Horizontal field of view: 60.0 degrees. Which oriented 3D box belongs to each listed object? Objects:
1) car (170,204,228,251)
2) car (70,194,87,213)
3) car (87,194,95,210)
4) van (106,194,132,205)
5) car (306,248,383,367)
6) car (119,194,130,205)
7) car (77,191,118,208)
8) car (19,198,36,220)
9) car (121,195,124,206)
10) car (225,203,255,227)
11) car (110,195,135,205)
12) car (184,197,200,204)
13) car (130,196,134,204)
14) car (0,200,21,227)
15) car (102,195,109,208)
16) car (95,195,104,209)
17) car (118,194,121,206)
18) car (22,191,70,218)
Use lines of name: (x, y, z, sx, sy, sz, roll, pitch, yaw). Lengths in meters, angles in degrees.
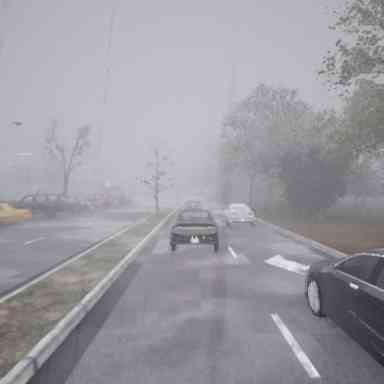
car: (0.102, 1.478, 13.995, 2.128, 1.511, 4.902, 0, 0, 0)
car: (-13.769, 1.375, 34.973, 4.553, 1.767, 2.185, -1, 0, -20)
car: (-13.830, 1.389, 37.959, 4.553, 1.767, 2.185, -1, 0, -20)
van: (-13.599, 1.431, 62.044, 4.442, 1.987, 1.878, -1, -1, -19)
car: (3.101, 1.506, 4.526, 1.837, 1.490, 4.892, 0, 0, 0)
car: (-13.787, 1.369, 55.971, 5.566, 2.045, 2.435, -1, 0, -20)
car: (-13.817, 1.313, 46.958, 5.566, 2.045, 2.435, -1, 0, -20)
car: (-13.981, 1.474, 22.895, 5.366, 1.575, 1.946, -1, 0, -20)
car: (-13.767, 1.641, 52.973, 4.674, 1.452, 2.002, -1, 0, -20)
car: (3.103, 1.507, 22.729, 1.812, 1.442, 4.674, 0, 0, 0)
car: (-13.624, 1.551, 65.021, 4.553, 1.767, 2.185, -1, 0, -19)
car: (0.105, 1.556, 34.954, 2.033, 1.411, 5.357, 0, 0, 0)
car: (-13.715, 1.387, 59.007, 5.566, 2.045, 2.435, -1, -1, -20)
car: (-13.636, 1.468, 20.029, 5.366, 1.575, 1.946, -1, 0, -20)
car: (-13.817, 1.575, 43.953, 4.792, 1.488, 2.163, -1, 0, -20)
car: (-13.801, 1.531, 40.969, 4.892, 1.521, 2.231, -1, -1, -20)
car: (-13.957, 1.581, 49.906, 5.366, 1.575, 1.946, -1, 0, -20)
car: (-13.830, 1.231, 28.947, 5.566, 2.045, 2.435, -1, 0, -20)
